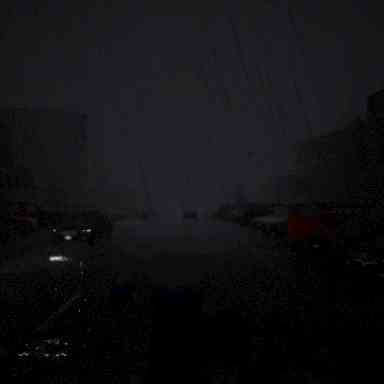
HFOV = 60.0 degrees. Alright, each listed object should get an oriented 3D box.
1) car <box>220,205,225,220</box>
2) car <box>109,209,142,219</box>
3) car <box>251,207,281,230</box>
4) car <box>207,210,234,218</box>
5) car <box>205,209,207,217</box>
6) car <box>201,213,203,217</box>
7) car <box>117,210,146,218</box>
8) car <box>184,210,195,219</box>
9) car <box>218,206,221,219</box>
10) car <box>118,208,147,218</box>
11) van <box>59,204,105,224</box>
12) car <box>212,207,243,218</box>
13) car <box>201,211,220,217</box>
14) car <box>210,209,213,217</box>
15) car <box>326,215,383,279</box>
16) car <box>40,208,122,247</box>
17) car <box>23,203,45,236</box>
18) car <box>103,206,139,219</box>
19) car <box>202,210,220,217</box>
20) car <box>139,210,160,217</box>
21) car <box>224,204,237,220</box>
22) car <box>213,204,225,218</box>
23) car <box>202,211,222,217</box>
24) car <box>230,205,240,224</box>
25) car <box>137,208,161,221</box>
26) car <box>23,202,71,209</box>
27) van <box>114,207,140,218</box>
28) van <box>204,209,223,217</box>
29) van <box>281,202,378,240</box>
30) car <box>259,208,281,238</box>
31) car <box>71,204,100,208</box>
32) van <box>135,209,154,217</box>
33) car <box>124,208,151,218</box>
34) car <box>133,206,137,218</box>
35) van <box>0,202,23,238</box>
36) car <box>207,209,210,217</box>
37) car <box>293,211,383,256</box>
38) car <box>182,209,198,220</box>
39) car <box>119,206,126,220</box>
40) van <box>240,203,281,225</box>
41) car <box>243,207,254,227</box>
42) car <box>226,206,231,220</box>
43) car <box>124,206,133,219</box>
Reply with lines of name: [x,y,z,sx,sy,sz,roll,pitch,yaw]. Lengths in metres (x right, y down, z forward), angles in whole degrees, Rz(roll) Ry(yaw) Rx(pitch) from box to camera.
car: [6.198,2.633,38.148,4.892,1.521,2.231,2,-3,-21]
car: [-11.719,3.880,58.752,5.366,1.575,1.946,1,-4,-21]
car: [6.358,1.880,20.556,4.674,1.452,2.002,2,-2,-20]
car: [5.758,4.421,67.435,4.892,1.521,2.231,2,-4,-21]
car: [5.815,4.219,64.505,5.008,1.535,2.097,2,-4,-21]
car: [5.533,5.222,79.145,5.008,1.535,2.097,2,-4,-21]
car: [-11.823,4.285,64.730,5.366,1.575,1.946,1,-4,-21]
car: [-0.430,3.631,54.615,1.812,1.442,4.674,0,-4,-1]
car: [6.165,2.784,41.082,4.892,1.521,2.231,2,-4,-21]
car: [-12.077,4.241,67.656,5.566,2.045,2.435,1,-4,-21]
van: [-11.471,2.274,34.846,4.442,1.987,1.878,0,-3,-20]
car: [5.941,3.513,55.726,4.553,1.767,2.185,2,-4,-21]
car: [5.194,6.258,93.834,4.792,1.488,2.163,2,-4,-21]
car: [6.008,3.455,52.793,5.008,1.535,2.097,2,-4,-21]
car: [6.412,1.515,8.851,4.892,1.521,2.231,1,-1,-20]
car: [-5.144,1.704,16.232,2.128,1.511,4.902,0,-2,0]
car: [-11.488,1.713,19.834,4.553,1.767,2.185,0,-2,-20]
car: [-11.872,3.436,55.703,5.566,2.045,2.435,0,-4,-21]
car: [5.215,5.899,90.882,4.553,1.767,2.185,2,-4,-21]
car: [-12.022,6.099,94.675,5.566,2.045,2.435,0,-4,-19]
car: [6.205,2.358,35.219,4.553,1.767,2.185,2,-3,-20]
car: [6.165,2.695,44.038,5.566,2.045,2.435,2,-4,-21]
car: [5.325,5.824,87.938,5.008,1.535,2.097,2,-4,-21]
car: [6.296,2.209,29.359,5.008,1.535,2.097,2,-3,-20]
car: [-5.321,2.859,42.195,1.882,1.535,5.008,0,-4,0]
car: [-11.457,1.708,22.857,5.566,2.045,2.435,0,-3,-20]
van: [-12.055,3.855,61.645,4.442,1.987,1.878,1,-4,-21]
van: [5.501,5.402,85.062,4.442,1.987,1.878,2,-5,-21]
van: [6.498,1.416,14.755,4.442,1.987,1.878,1,-2,-20]
car: [6.343,1.760,17.624,4.792,1.488,2.163,2,-2,-20]
car: [-11.517,2.230,31.812,4.553,1.767,2.185,0,-3,-20]
van: [-12.220,5.505,85.632,4.442,1.987,1.878,1,-4,-20]
car: [-12.143,4.654,73.660,5.566,2.045,2.435,1,-4,-20]
car: [-11.974,3.494,52.648,5.366,1.575,1.946,0,-4,-21]
van: [-11.330,1.503,16.898,4.442,1.987,1.878,0,-2,-20]
car: [5.844,3.895,61.578,4.553,1.767,2.185,2,-4,-21]
car: [6.404,1.566,11.778,5.008,1.535,2.097,1,-1,-20]
car: [-0.283,2.963,44.158,1.882,1.535,5.008,0,-3,-1]
car: [-11.649,3.002,43.767,4.792,1.488,2.163,0,-4,-21]
van: [6.424,1.858,26.478,4.442,1.987,1.878,2,-3,-20]
car: [6.338,1.997,23.493,4.674,1.452,2.002,2,-2,-20]
car: [6.236,2.373,32.272,4.792,1.488,2.163,2,-3,-20]
car: [-11.543,3.138,46.807,5.366,1.575,1.946,0,-4,-21]
